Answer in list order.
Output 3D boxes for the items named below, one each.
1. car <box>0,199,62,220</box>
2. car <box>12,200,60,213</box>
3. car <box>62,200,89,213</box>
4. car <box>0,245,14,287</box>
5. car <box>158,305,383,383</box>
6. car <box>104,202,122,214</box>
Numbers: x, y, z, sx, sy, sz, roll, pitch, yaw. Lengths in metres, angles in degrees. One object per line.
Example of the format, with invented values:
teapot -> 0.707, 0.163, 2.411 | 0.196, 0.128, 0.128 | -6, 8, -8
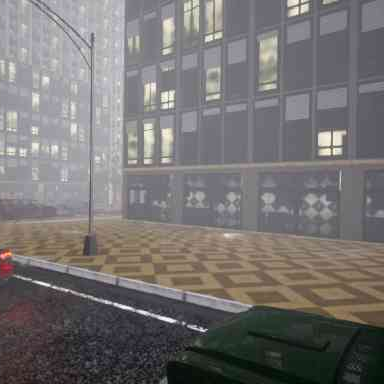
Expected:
car -> -14.819, 1.519, 29.926 | 2.192, 1.841, 5.009 | 1, 0, 36
car -> -18.338, 1.643, 39.293 | 1.752, 1.417, 4.829 | 1, 0, 36
car -> -14.723, 1.675, 39.820 | 2.128, 1.511, 4.902 | 1, 0, 37
car -> -6.076, 1.521, 7.983 | 4.674, 1.442, 1.812 | 0, 0, 35
car -> 2.035, 1.601, 2.235 | 4.718, 1.301, 1.895 | 0, 0, 35
car -> -8.042, 1.830, 39.153 | 1.752, 1.417, 4.829 | 1, 0, 36
